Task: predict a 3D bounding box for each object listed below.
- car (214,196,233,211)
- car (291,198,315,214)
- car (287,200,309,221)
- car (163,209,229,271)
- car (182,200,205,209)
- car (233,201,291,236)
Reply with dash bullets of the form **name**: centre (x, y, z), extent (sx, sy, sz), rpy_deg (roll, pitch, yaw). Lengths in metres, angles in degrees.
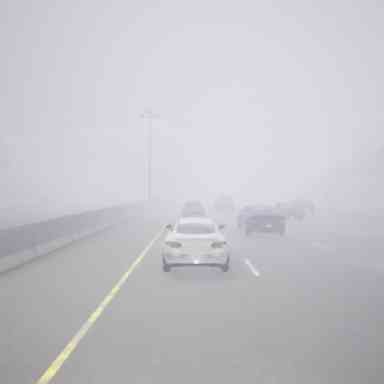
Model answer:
- **car**: centre (3.650, 1.216, 38.279), extent (2.097, 1.767, 4.553), rpy_deg (0, 0, 0)
- **car**: centre (10.644, 1.391, 33.125), extent (1.837, 1.490, 4.892), rpy_deg (0, 0, 0)
- **car**: centre (7.134, 1.512, 25.899), extent (1.895, 1.301, 4.718), rpy_deg (0, 0, 0)
- **car**: centre (0.113, 1.487, 10.656), extent (1.812, 1.442, 4.674), rpy_deg (0, 0, 0)
- **car**: centre (0.140, 1.455, 30.286), extent (1.994, 1.385, 4.181), rpy_deg (0, 0, 0)
- **car**: centre (3.621, 1.414, 18.160), extent (1.882, 1.535, 5.008), rpy_deg (0, 0, 0)
